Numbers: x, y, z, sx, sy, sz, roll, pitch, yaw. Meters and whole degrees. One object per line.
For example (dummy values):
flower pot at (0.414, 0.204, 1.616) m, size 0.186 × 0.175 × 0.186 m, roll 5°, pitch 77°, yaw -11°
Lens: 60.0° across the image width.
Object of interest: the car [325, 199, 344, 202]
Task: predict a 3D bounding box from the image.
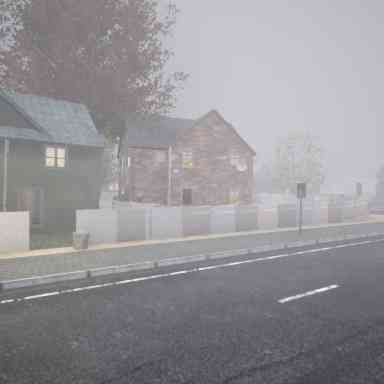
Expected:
car at (15.592, 1.178, 36.547) m, size 2.128 × 1.511 × 4.902 m, roll 1°, pitch 0°, yaw -20°

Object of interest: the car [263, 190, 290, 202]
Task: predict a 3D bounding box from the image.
car at (11.876, 0.738, 46.847) m, size 2.150 × 2.045 × 5.566 m, roll 1°, pitch 0°, yaw -20°

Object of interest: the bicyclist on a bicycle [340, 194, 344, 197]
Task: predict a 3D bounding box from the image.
bicyclist on a bicycle at (19.456, 1.035, 43.118) m, size 1.656 × 1.620 × 0.582 m, roll 1°, pitch 0°, yaw -20°
